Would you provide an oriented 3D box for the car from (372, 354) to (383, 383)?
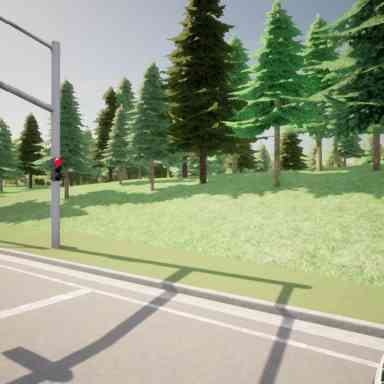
[{"bbox_3d":[3.381,1.352,1.583,4.553,1.767,2.097,0,0,35],"label":"car"}]
